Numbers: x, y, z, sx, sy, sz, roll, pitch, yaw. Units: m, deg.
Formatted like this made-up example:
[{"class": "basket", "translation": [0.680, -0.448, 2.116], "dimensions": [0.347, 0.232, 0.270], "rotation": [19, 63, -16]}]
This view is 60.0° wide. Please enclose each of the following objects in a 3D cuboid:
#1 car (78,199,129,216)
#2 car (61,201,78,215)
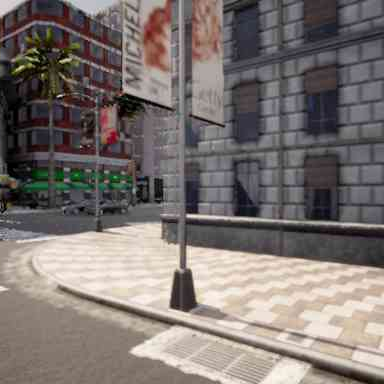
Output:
[{"class": "car", "translation": [-8.586, 1.563, 33.489], "dimensions": [1.837, 1.490, 4.892], "rotation": [0, 0, 36]}, {"class": "car", "translation": [-11.534, 1.558, 35.386], "dimensions": [2.128, 1.511, 4.902], "rotation": [0, 0, 36]}]
